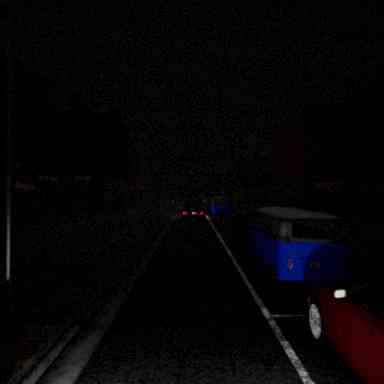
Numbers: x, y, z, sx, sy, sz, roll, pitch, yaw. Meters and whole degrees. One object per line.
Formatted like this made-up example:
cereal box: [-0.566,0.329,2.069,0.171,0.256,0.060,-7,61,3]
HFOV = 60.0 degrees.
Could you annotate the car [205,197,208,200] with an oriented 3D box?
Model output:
car: [2.657,1.528,36.889,1.752,1.417,4.829,1,0,0]

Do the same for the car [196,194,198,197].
car: [2.670,1.513,80.150,1.967,1.590,4.097,1,0,0]

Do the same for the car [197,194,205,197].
car: [2.668,1.585,74.816,1.752,1.417,4.829,1,0,0]

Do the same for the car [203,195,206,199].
car: [2.659,1.447,42.259,1.967,1.590,4.097,1,0,0]

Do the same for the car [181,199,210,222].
car: [0.107,1.544,26.037,2.033,1.411,5.357,0,0,0]

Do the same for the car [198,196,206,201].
car: [2.671,1.671,91.157,1.947,1.339,4.313,1,0,0]

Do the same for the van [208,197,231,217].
van: [2.658,1.339,31.178,1.690,1.788,3.998,1,0,0]

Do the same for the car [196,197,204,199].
car: [0.111,1.606,40.957,1.895,1.301,4.718,0,0,0]

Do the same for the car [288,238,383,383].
car: [2.648,1.544,3.475,1.887,1.381,4.507,1,0,0]

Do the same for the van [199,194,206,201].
van: [2.672,1.429,85.653,1.690,1.788,3.998,1,0,0]

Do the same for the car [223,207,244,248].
car: [2.651,1.562,14.557,1.947,1.339,4.313,1,0,0]

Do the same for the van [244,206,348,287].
van: [2.652,1.338,9.016,1.690,1.788,3.998,1,0,0]
